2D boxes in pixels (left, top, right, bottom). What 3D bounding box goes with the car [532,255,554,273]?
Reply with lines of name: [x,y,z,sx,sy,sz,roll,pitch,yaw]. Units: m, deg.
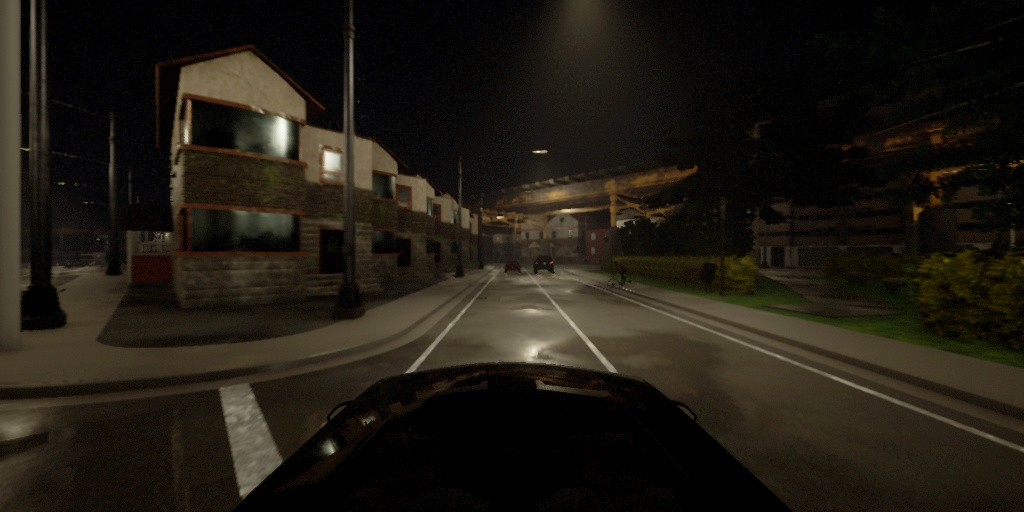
car: [3.564,0.909,41.328,2.150,2.045,5.566,0,1,0]

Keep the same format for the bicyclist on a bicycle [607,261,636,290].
bicyclist on a bicycle: [6.148,1.076,20.377,1.656,1.620,0.582,-9,0,0]

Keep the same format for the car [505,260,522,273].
car: [0.123,1.161,43.280,1.882,1.535,5.008,0,0,1]
